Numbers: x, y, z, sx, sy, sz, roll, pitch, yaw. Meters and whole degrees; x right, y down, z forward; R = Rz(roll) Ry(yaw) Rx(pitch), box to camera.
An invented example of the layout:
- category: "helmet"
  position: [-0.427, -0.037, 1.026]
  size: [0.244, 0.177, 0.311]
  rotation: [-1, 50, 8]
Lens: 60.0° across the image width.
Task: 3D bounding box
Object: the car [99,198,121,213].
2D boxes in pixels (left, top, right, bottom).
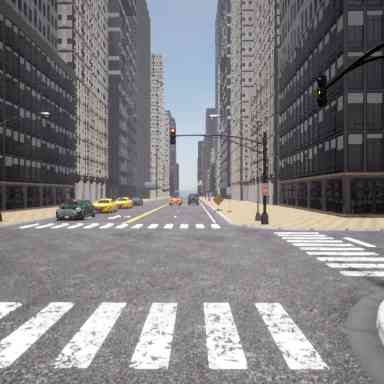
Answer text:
- category: "car"
  position: [-9.745, 1.516, 37.395]
  size: [1.882, 1.535, 5.008]
  rotation: [0, 0, 0]

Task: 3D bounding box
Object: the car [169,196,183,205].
- category: "car"
  position: [-2.978, 1.452, 59.916]
  size: [2.097, 1.767, 4.553]
  rotation: [0, 0, 0]

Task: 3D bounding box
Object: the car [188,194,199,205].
- category: "car"
  position: [0.272, 1.606, 60.127]
  size: [1.837, 1.490, 4.892]
  rotation: [0, 0, 0]

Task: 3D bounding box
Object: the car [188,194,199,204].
- category: "car"
  position: [0.274, 1.361, 70.335]
  size: [2.150, 2.045, 5.566]
  rotation: [0, 0, 0]

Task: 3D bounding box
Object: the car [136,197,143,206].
- category: "car"
  position: [-9.641, 1.640, 57.725]
  size: [2.033, 1.411, 5.357]
  rotation: [0, 0, 1]

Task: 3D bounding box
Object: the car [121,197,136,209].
- category: "car"
  position: [-9.712, 1.539, 47.077]
  size: [1.882, 1.535, 5.008]
  rotation: [0, 0, 0]

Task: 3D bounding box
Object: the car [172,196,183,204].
- category: "car"
  position: [-2.978, 1.634, 70.104]
  size: [2.128, 1.511, 4.902]
  rotation: [0, 0, 0]

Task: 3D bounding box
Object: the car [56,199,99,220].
- category: "car"
  position: [-9.769, 1.374, 28.208]
  size: [2.097, 1.767, 4.553]
  rotation: [0, 0, 0]
